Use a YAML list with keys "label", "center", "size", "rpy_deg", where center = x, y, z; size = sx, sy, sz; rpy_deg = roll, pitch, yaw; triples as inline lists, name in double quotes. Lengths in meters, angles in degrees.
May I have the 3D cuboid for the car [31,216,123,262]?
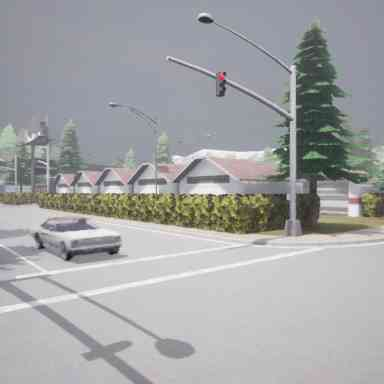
- label: "car"
  center: [-4.446, 1.606, 12.484]
  size: [1.895, 1.301, 4.718]
  rpy_deg: [0, 0, -40]
